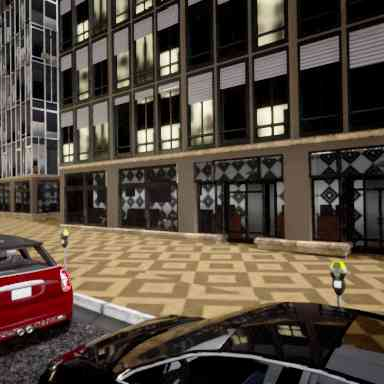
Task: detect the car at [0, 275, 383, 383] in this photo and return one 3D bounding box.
[{"bbox_3d":[0.652,1.566,2.447,4.313,1.339,1.947,0,-1,36],"label":"car"}]

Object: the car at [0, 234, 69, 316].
[{"bbox_3d":[-3.924,1.441,5.826,4.097,1.590,1.967,0,-1,37],"label":"car"}]
